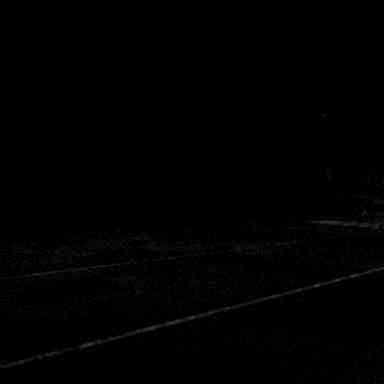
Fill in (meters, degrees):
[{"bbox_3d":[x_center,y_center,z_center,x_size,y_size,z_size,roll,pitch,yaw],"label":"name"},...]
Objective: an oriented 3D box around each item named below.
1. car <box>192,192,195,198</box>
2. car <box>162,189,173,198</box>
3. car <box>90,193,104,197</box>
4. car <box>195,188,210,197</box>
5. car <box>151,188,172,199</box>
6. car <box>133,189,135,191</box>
[{"bbox_3d":[0.527,0.266,67.325,2.435,2.045,5.566,-2,1,16],"label":"car"},{"bbox_3d":[-4.282,0.581,70.663,1.946,1.575,5.366,-1,2,17],"label":"car"},{"bbox_3d":[-25.354,0.389,87.279,2.097,1.535,5.008,0,2,19],"label":"car"},{"bbox_3d":[2.916,0.233,65.506,2.435,2.045,5.566,-1,1,16],"label":"car"},{"bbox_3d":[-6.619,0.342,72.658,2.435,2.045,5.566,-1,1,17],"label":"car"},{"bbox_3d":[-13.712,0.331,78.021,2.435,2.045,5.566,0,2,18],"label":"car"}]
